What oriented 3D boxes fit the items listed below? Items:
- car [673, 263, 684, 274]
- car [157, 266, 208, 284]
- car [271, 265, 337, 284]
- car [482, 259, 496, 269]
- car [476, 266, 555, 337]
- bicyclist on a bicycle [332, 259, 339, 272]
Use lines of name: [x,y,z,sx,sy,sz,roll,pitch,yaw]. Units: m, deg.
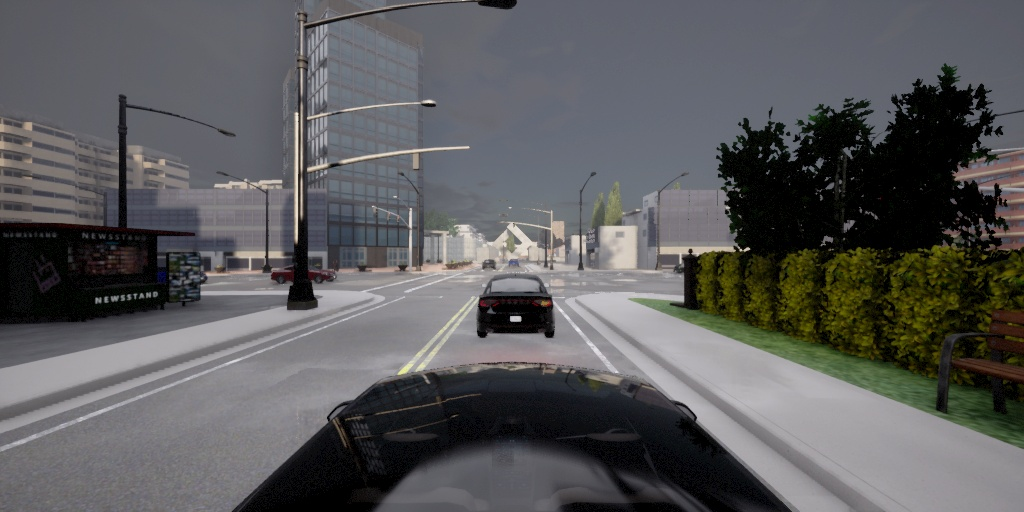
car: [19.965,1.057,38.807,4.553,1.767,2.097,0,0,0]
car: [-26.441,1.502,27.885,4.674,1.442,1.812,-1,0,0]
car: [-16.175,1.382,27.938,4.674,1.442,1.812,-1,0,0]
car: [-3.412,1.227,54.129,1.882,1.535,5.008,0,0,0]
car: [0.104,1.228,10.349,1.882,1.535,5.008,0,0,1]
bicyclist on a bicycle: [-21.849,1.216,44.395,0.582,1.620,1.656,-1,0,0]
